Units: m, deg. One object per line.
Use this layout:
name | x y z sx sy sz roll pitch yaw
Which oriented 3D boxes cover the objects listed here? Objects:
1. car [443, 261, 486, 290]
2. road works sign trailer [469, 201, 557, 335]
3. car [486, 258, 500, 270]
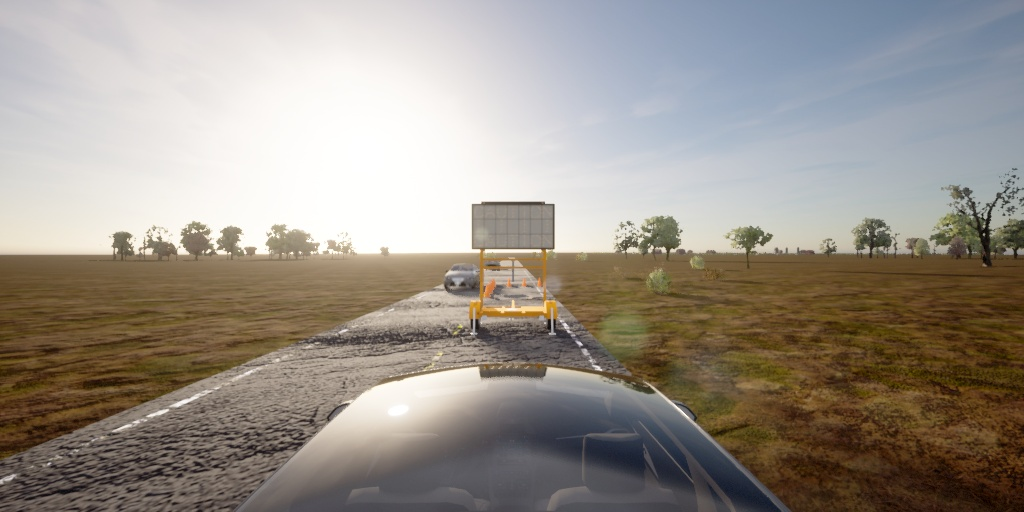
car | -3.023 1.241 22.485 2.128 1.511 4.902 0 0 0
road works sign trailer | 0.034 0.214 10.505 2.380 3.560 2.880 0 0 0
car | -2.820 1.101 51.616 2.097 1.767 4.553 0 0 0
